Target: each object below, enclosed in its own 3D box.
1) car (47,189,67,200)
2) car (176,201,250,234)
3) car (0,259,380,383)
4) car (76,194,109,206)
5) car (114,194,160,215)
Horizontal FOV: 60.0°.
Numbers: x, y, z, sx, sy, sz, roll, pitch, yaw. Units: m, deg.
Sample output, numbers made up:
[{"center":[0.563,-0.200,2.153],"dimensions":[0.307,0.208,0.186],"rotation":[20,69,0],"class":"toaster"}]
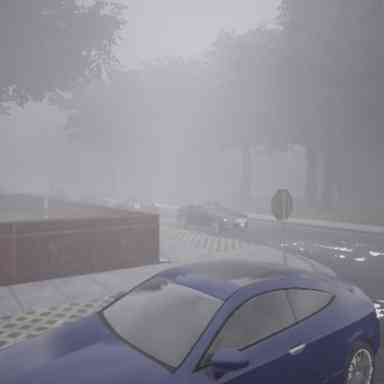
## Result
[{"center":[-18.788,0.348,46.217],"dimensions":[1.882,1.535,5.008],"rotation":[-2,3,-35],"class":"car"},{"center":[1.012,1.277,18.105],"dimensions":[2.128,1.511,4.902],"rotation":[-2,2,-35],"class":"car"},{"center":[0.176,1.524,3.404],"dimensions":[4.674,1.442,1.812],"rotation":[0,0,-37],"class":"car"},{"center":[-10.324,0.898,34.127],"dimensions":[2.033,1.411,5.357],"rotation":[-2,3,-35],"class":"car"},{"center":[-4.327,0.952,25.642],"dimensions":[2.097,1.767,4.553],"rotation":[-2,2,-35],"class":"car"}]
